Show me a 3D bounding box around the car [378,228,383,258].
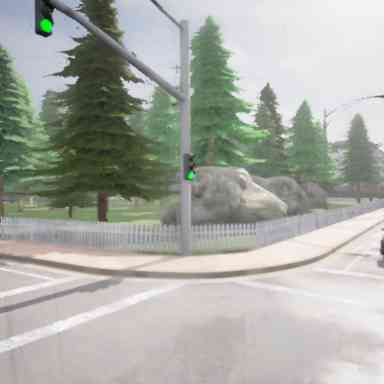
[{"bbox_3d":[8.208,1.530,11.993,2.033,1.411,5.357,0,0,39],"label":"car"}]
